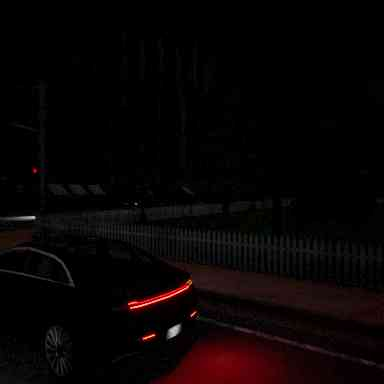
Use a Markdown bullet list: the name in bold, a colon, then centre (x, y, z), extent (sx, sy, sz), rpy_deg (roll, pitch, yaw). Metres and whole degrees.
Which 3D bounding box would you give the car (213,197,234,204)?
- **car**: centre (5.525, 1.601, 58.391), extent (1.895, 1.301, 4.718), rpy_deg (0, 0, 34)

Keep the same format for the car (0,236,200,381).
- **car**: centre (-2.185, 1.491, 5.497), extent (4.902, 1.511, 2.128), rpy_deg (0, 0, 36)

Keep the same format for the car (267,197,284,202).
- **car**: centre (15.127, 1.547, 59.938), extent (2.033, 1.411, 5.357), rpy_deg (0, 0, 34)

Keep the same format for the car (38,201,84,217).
- **car**: centre (-12.451, 1.564, 31.904), extent (1.994, 1.385, 4.181), rpy_deg (0, 0, 34)

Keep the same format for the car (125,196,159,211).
- **car**: centre (-6.158, 1.352, 41.232), extent (2.097, 1.767, 4.553), rpy_deg (0, 0, 34)
